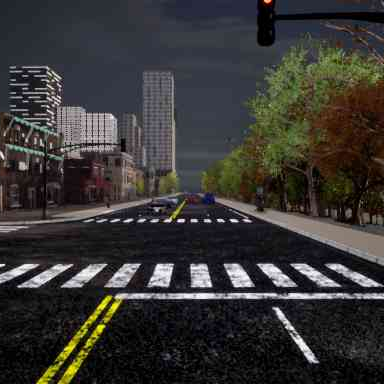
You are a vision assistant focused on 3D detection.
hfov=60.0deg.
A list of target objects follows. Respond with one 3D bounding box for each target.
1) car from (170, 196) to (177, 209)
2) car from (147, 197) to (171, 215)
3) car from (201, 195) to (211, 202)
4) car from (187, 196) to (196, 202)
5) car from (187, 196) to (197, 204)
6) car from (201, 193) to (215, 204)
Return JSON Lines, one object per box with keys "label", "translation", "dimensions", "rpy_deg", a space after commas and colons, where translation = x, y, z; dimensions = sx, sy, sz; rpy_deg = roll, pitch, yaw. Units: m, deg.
{"label": "car", "translation": [-3.442, 1.586, 44.277], "dimensions": [1.895, 1.301, 4.718], "rpy_deg": [0, 0, 0]}
{"label": "car", "translation": [-3.474, 1.481, 34.041], "dimensions": [2.128, 1.511, 4.902], "rpy_deg": [0, 0, -3]}
{"label": "car", "translation": [3.092, 1.448, 74.383], "dimensions": [1.882, 1.535, 5.008], "rpy_deg": [0, 0, 0]}
{"label": "car", "translation": [-0.152, 1.524, 74.141], "dimensions": [1.994, 1.385, 4.181], "rpy_deg": [0, 0, 0]}
{"label": "car", "translation": [-0.025, 1.540, 64.189], "dimensions": [1.994, 1.385, 4.181], "rpy_deg": [0, 0, -1]}
{"label": "car", "translation": [3.217, 1.198, 63.808], "dimensions": [2.150, 2.045, 5.566], "rpy_deg": [0, 0, 0]}
